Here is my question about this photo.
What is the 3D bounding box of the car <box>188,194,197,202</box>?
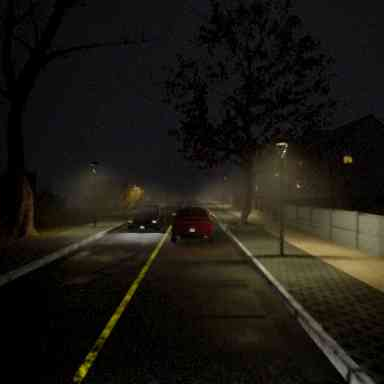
[{"bbox_3d":[0.060,1.560,72.648,1.882,1.535,5.008,0,0,0],"label":"car"}]

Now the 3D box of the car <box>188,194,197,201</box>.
[{"bbox_3d":[0.068,1.351,83.071,2.097,1.767,4.553,0,0,0],"label":"car"}]

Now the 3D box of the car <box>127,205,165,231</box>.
[{"bbox_3d":[-2.743,1.559,21.013,2.033,1.411,5.357,0,0,0],"label":"car"}]

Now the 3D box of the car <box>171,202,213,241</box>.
[{"bbox_3d":[0.013,1.487,16.713,1.882,1.535,5.008,0,0,0],"label":"car"}]
